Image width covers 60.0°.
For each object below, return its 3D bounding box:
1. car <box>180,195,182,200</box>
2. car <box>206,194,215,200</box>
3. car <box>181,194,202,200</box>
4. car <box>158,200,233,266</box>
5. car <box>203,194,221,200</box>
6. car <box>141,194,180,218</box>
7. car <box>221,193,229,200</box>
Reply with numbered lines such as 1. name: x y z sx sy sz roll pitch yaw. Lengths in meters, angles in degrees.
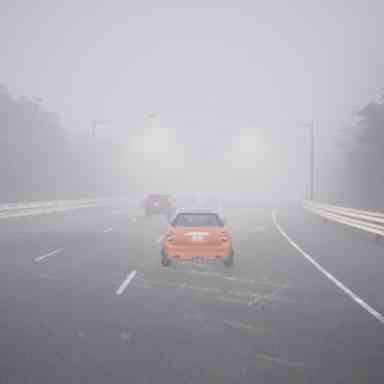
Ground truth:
1. car: -1.870 1.332 71.751 1.837 1.490 4.892 0 0 8
2. car: 5.151 1.279 91.696 1.837 1.490 4.892 0 0 11
3. car: -0.005 1.369 59.091 2.128 1.511 4.902 0 0 7
4. car: 0.188 1.349 11.681 2.097 1.767 4.553 0 0 1
5. car: 3.611 1.233 60.185 2.097 1.767 4.553 0 0 7
6. car: -2.684 1.182 29.514 2.150 2.045 5.566 0 0 4
7. car: 7.900 1.398 87.483 1.895 1.301 4.718 0 0 11
